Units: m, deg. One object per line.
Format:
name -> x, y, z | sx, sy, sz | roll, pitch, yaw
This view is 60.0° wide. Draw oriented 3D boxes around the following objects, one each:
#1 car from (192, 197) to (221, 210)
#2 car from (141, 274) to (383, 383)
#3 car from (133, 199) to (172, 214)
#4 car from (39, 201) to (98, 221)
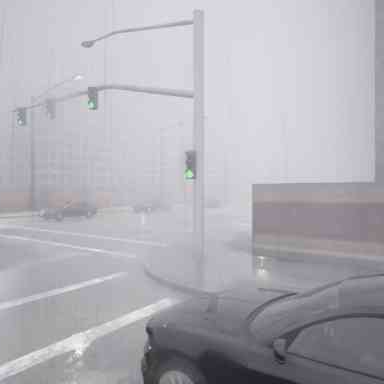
car -> 1.997, 1.475, 44.022 | 1.882, 1.535, 5.008 | 0, 0, 36
car -> 1.741, 1.478, 2.764 | 5.008, 1.535, 1.882 | 0, 0, 37
car -> -4.172, 1.502, 35.566 | 1.837, 1.490, 4.892 | 0, 0, 36
car -> -10.099, 1.489, 27.428 | 2.128, 1.511, 4.902 | 0, 0, 34
